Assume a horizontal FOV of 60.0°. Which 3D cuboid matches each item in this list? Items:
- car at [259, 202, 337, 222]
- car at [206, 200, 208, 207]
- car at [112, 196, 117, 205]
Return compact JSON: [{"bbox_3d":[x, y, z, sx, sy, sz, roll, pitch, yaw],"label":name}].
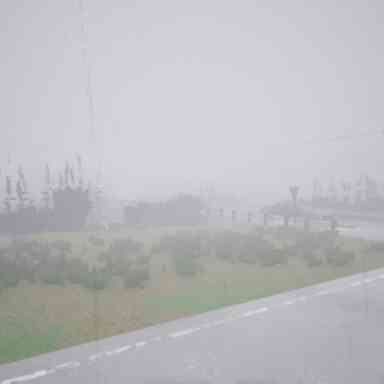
[{"bbox_3d":[6.998,1.422,22.692,2.033,1.411,5.357,0,1,-33],"label":"car"},{"bbox_3d":[-0.303,0.811,33.774,2.097,1.767,4.553,0,1,-33],"label":"car"},{"bbox_3d":[-12.040,1.271,51.260,1.882,1.535,5.008,0,-3,-36],"label":"car"}]
